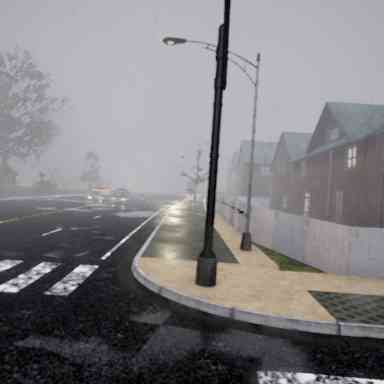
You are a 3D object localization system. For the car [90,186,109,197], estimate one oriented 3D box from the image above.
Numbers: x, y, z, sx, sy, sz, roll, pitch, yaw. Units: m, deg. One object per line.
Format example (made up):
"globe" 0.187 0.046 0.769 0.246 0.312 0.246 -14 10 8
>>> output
"car" -13.728 -0.161 50.129 1.882 1.535 5.008 4 1 2

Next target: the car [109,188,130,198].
"car" -10.491 0.108 50.021 1.812 1.442 4.674 4 1 2
